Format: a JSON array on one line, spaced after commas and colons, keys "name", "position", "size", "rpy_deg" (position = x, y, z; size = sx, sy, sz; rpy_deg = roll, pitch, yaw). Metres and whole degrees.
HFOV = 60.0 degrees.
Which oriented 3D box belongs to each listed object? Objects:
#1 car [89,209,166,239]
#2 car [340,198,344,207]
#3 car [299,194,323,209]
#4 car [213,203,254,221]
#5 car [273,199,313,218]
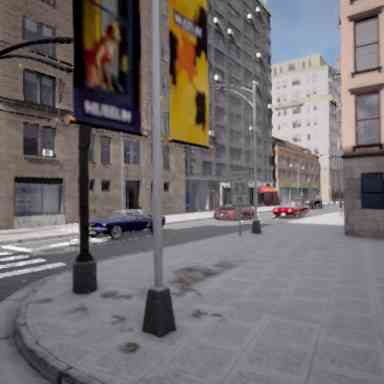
[{"name": "car", "position": [-3.502, 1.611, 17.572], "size": [1.895, 1.301, 4.718], "rpy_deg": [-1, -1, 33]}, {"name": "car", "position": [23.764, 1.503, 50.351], "size": [1.812, 1.442, 4.674], "rpy_deg": [-1, -1, 36]}, {"name": "car", "position": [15.805, 1.230, 44.540], "size": [2.150, 2.045, 5.566], "rpy_deg": [-1, -1, 36]}, {"name": "car", "position": [3.476, 1.570, 27.372], "size": [1.994, 1.385, 4.181], "rpy_deg": [-1, -1, 35]}, {"name": "car", "position": [8.869, 1.555, 29.433], "size": [1.895, 1.301, 4.718], "rpy_deg": [-1, -1, 36]}]
